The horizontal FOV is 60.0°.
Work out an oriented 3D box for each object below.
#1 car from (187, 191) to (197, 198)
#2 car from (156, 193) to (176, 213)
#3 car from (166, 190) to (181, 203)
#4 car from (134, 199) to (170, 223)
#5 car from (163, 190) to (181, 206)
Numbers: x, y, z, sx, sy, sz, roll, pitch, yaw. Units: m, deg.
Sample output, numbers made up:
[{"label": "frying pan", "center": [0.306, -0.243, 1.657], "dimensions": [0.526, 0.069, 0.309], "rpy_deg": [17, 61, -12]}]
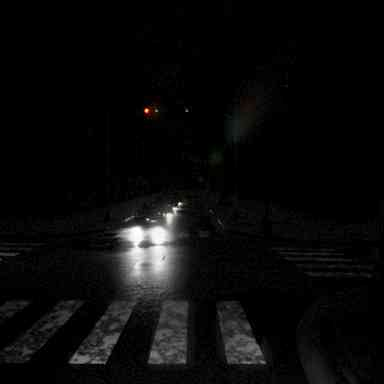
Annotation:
[{"label": "car", "center": [0.068, 0.425, 68.226], "dimensions": [1.882, 1.535, 5.008], "rpy_deg": [0, 1, 0]}, {"label": "car", "center": [-2.867, 1.182, 33.044], "dimensions": [1.837, 1.490, 4.892], "rpy_deg": [0, 1, 0]}, {"label": "car", "center": [-2.831, 0.665, 52.751], "dimensions": [2.097, 1.767, 4.553], "rpy_deg": [0, 1, 0]}, {"label": "car", "center": [-2.863, 1.425, 23.674], "dimensions": [1.895, 1.301, 4.718], "rpy_deg": [0, 1, 0]}, {"label": "car", "center": [-2.864, 0.730, 42.898], "dimensions": [2.150, 2.045, 5.566], "rpy_deg": [0, 1, 0]}]
